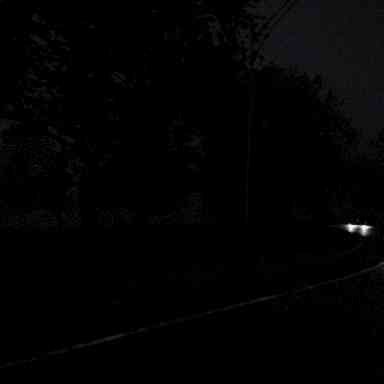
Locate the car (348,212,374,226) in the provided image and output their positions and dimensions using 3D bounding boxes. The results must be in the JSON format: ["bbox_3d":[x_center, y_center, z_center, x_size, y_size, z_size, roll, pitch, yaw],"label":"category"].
[{"bbox_3d":[17.865,2.792,35.087,1.994,1.385,4.181,1,-2,37],"label":"car"}]
